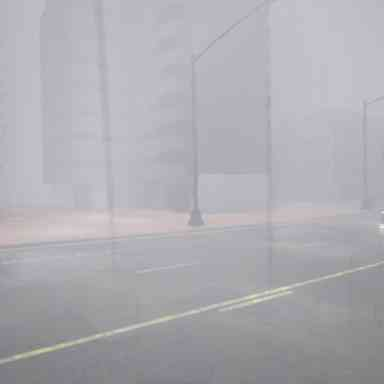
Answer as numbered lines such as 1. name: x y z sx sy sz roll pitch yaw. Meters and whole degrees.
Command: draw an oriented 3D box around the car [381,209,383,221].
1. car: 15.181 1.270 23.357 4.892 1.490 1.837 -2 1 -35
